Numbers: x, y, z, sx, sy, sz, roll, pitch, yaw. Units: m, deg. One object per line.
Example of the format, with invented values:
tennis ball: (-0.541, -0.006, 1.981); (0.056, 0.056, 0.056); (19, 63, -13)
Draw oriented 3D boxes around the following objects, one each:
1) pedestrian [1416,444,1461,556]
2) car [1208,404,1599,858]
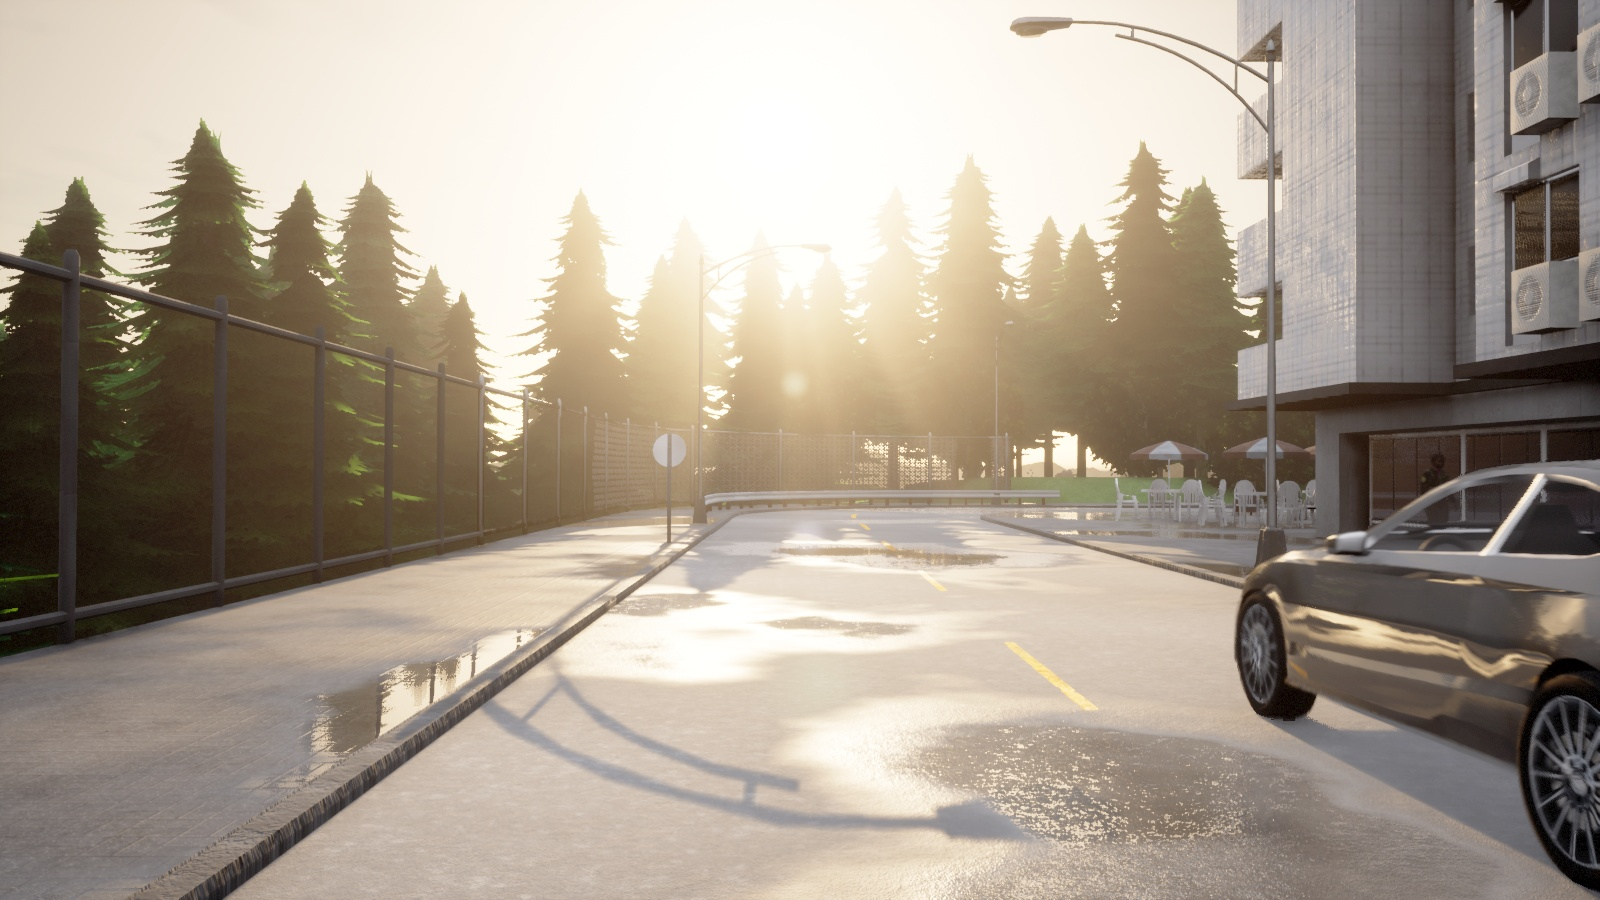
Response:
pedestrian: (11.182, 0.864, 22.002); (0.395, 1.930, 0.692); (0, -1, 0)
car: (3.978, 0.684, 6.375); (2.152, 1.651, 5.027); (0, -1, 0)
